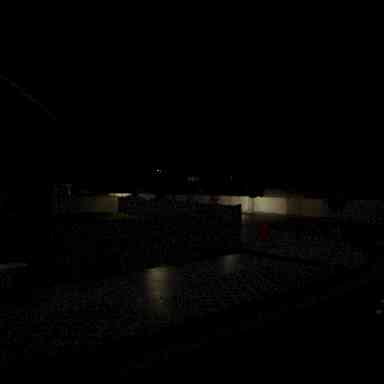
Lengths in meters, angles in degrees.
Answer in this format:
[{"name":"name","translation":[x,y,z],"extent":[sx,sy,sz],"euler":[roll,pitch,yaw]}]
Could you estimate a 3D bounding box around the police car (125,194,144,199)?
[{"name":"police car","translation":[-7.982,1.070,47.053],"extent":[1.930,1.638,5.238],"euler":[1,0,-43]}]
